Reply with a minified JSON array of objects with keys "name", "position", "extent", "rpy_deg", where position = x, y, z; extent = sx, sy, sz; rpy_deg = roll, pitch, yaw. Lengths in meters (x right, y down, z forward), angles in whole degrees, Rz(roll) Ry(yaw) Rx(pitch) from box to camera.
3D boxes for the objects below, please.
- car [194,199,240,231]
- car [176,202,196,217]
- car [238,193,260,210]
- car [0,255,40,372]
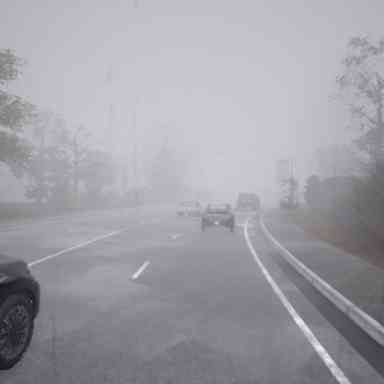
[{"name":"car","position":[1.677,1.446,20.194],"extent":[2.128,1.511,4.902],"rpy_deg":[0,0,8]},{"name":"car","position":[0.057,1.525,30.054],"extent":[1.895,1.301,4.718],"rpy_deg":[0,0,13]},{"name":"car","position":[7.033,1.143,41.088],"extent":[2.150,2.045,5.566],"rpy_deg":[0,0,20]},{"name":"car","position":[-3.325,1.208,2.507],"extent":[2.150,2.045,5.566],"rpy_deg":[0,0,1]}]
